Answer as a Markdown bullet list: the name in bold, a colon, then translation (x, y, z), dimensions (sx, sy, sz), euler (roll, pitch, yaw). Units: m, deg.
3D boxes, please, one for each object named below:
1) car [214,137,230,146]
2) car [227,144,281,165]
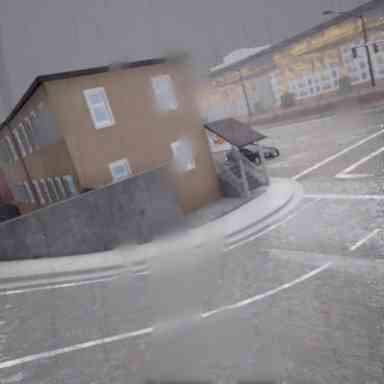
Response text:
- **car**: translation (5.070, -8.159, 49.784), dimensions (2.097, 1.767, 4.553), euler (-24, 13, -32)
- **car**: translation (4.774, -3.036, 26.624), dimensions (1.837, 1.490, 4.892), euler (-24, 13, -32)
